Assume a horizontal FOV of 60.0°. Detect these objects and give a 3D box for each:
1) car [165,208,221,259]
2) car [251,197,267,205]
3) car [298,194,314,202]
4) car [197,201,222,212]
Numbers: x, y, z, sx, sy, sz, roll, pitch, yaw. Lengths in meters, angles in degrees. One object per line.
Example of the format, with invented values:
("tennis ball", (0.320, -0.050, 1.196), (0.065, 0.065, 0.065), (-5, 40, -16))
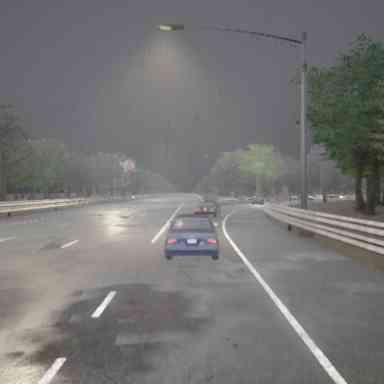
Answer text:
("car", (0.011, 1.539, 12.585), (2.033, 1.411, 5.357), (0, 0, 0))
("car", (12.078, 1.495, 58.253), (2.033, 1.411, 5.357), (0, 0, 31))
("car", (26.176, 1.247, 76.166), (2.097, 1.767, 4.553), (0, 0, 43))
("car", (1.609, 1.527, 30.736), (2.033, 1.411, 5.357), (0, 0, 11))
